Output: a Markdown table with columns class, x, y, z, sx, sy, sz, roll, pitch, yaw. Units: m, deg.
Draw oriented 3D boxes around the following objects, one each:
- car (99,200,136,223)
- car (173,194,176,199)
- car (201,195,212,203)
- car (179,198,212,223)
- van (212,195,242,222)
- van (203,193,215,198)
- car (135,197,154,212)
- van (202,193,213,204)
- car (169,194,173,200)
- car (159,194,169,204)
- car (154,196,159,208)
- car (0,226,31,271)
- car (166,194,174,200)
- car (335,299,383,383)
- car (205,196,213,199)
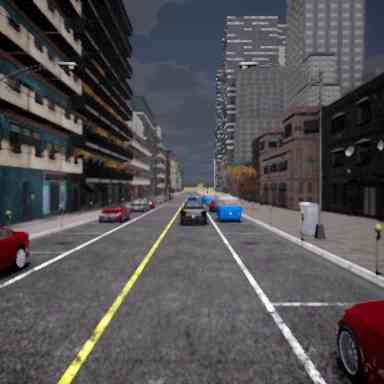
| class | x | y | z | sx | sy | sz | roll | pitch | yaw |
| --- | --- | --- | --- | --- | --- | --- | --- | --- | --- |
| car | -5.690 | 1.501 | 24.895 | 1.802 | 1.307 | 4.206 | -1 | 0 | 0 |
| car | -5.663 | 1.268 | 80.701 | 1.947 | 1.339 | 4.313 | -1 | 0 | 0 |
| car | 2.709 | 1.339 | 63.997 | 1.947 | 1.339 | 4.313 | -1 | 0 | 0 |
| car | 0.111 | 1.411 | 24.428 | 2.128 | 1.511 | 4.902 | 0 | 0 | 0 |
| van | 2.686 | 1.260 | 24.934 | 1.690 | 1.788 | 3.998 | -1 | 0 | 0 |
| van | 2.697 | 1.181 | 47.255 | 1.690 | 1.788 | 3.998 | -1 | 0 | 0 |
| car | -5.685 | 1.432 | 36.057 | 2.008 | 1.369 | 4.403 | -1 | 0 | 0 |
| van | 2.702 | 1.137 | 58.415 | 1.690 | 1.788 | 3.998 | -1 | 0 | 0 |
| car | -5.669 | 1.294 | 69.539 | 1.887 | 1.381 | 4.507 | -1 | 0 | 0 |
| car | -5.674 | 1.347 | 58.378 | 2.008 | 1.369 | 4.403 | -1 | 0 | 0 |
| car | -5.684 | 1.301 | 41.637 | 1.967 | 1.590 | 4.097 | -1 | 0 | 0 |
| car | -5.699 | 1.519 | 8.154 | 1.887 | 1.381 | 4.507 | -1 | 0 | 0 |
| car | -5.660 | 1.243 | 86.282 | 1.947 | 1.339 | 4.313 | -1 | 0 | 0 |
| car | 2.679 | 1.574 | 2.615 | 1.802 | 1.307 | 4.206 | -1 | 0 | 0 |
| car | 2.695 | 1.426 | 36.095 | 1.887 | 1.381 | 4.507 | -1 | 0 | 0 |
